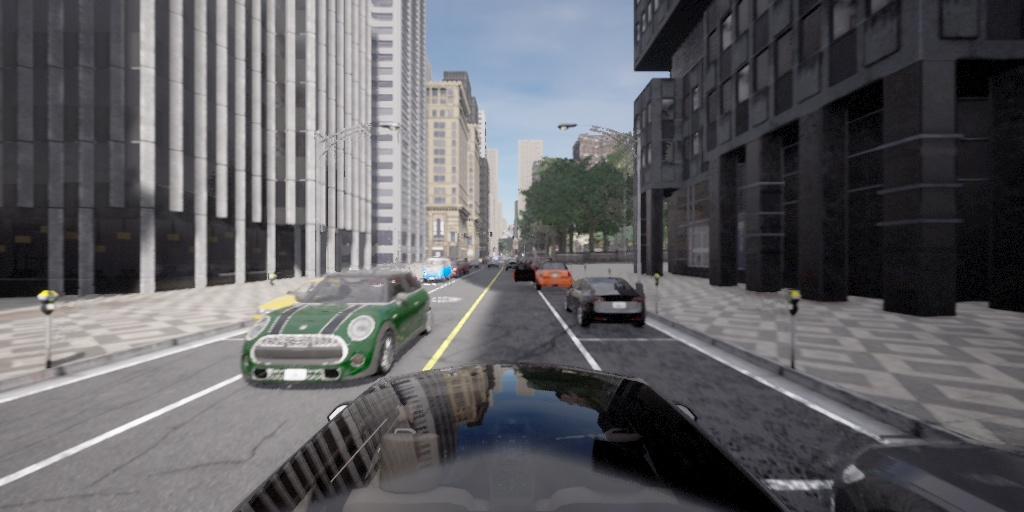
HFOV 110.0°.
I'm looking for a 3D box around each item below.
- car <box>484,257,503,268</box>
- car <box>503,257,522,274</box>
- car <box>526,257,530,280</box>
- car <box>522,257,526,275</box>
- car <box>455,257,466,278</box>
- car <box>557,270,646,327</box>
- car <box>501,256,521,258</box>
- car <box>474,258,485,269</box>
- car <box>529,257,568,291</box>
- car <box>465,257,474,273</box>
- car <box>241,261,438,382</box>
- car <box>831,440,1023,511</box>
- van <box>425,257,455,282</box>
[{"bbox_3d":[-2.981,1.235,57.971,2.033,1.411,5.357,0,0,0],"label":"car"},{"bbox_3d":[0.086,1.209,48.783,1.837,1.490,4.892,0,0,0],"label":"car"},{"bbox_3d":[2.777,1.034,33.271,2.192,1.841,5.009,0,0,0],"label":"car"},{"bbox_3d":[2.783,1.023,44.245,2.192,1.841,5.009,0,0,0],"label":"car"},{"bbox_3d":[-5.748,1.160,33.289,1.967,1.591,4.097,0,0,0],"label":"car"},{"bbox_3d":[2.767,1.306,11.325,1.948,1.339,4.313,0,0,0],"label":"car"},{"bbox_3d":[-0.168,1.184,62.959,1.837,1.490,4.892,0,0,-17],"label":"car"},{"bbox_3d":[-5.738,1.259,55.242,1.948,1.339,4.313,0,0,0],"label":"car"},{"bbox_3d":[2.398,1.082,22.076,2.097,1.767,4.553,0,0,0],"label":"car"},{"bbox_3d":[-5.745,1.030,38.777,2.192,1.841,5.009,0,0,0],"label":"car"},{"bbox_3d":[-3.097,1.097,7.369,2.097,1.767,4.553,0,0,0],"label":"car"},{"bbox_3d":[2.762,1.301,0.351,2.007,1.370,4.403,0,0,0],"label":"car"},{"bbox_3d":[-5.750,1.066,27.802,1.690,1.789,3.998,0,0,0],"label":"van"}]
